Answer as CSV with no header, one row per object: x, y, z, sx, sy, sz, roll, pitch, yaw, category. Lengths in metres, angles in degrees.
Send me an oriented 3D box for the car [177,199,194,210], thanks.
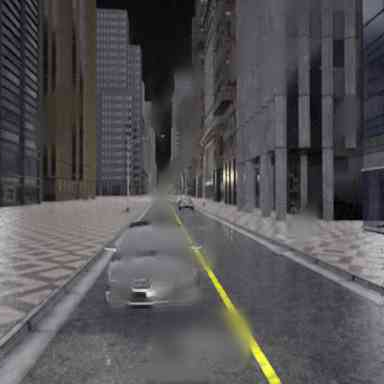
-0.824,1.525,41.927,2.033,1.411,5.357,0,0,-5,car

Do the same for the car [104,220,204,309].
-0.903,1.501,8.130,1.837,1.490,4.892,0,0,-5,car
